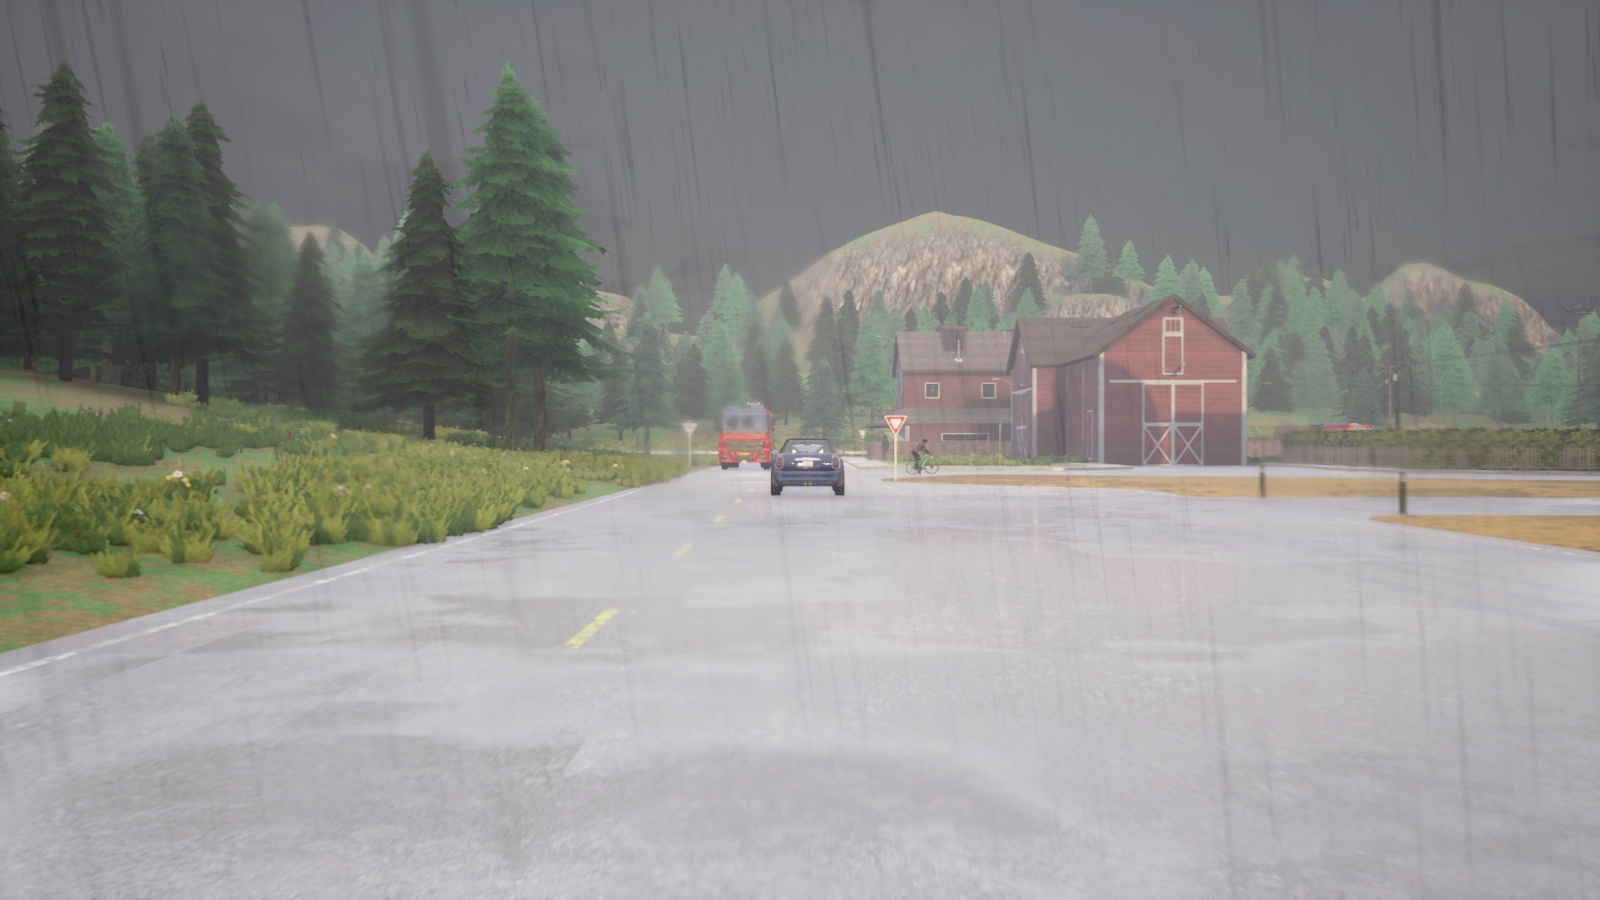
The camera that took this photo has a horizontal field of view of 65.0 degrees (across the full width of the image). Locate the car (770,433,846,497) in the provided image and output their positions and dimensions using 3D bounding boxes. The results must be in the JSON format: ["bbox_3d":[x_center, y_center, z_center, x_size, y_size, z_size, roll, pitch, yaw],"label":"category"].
[{"bbox_3d":[0.226,0.397,36.924,2.097,1.767,4.553,0,0,0],"label":"car"}]

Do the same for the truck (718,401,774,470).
[{"bbox_3d":[-3.065,-0.835,73.487,2.891,3.827,8.468,0,0,0],"label":"truck"}]
